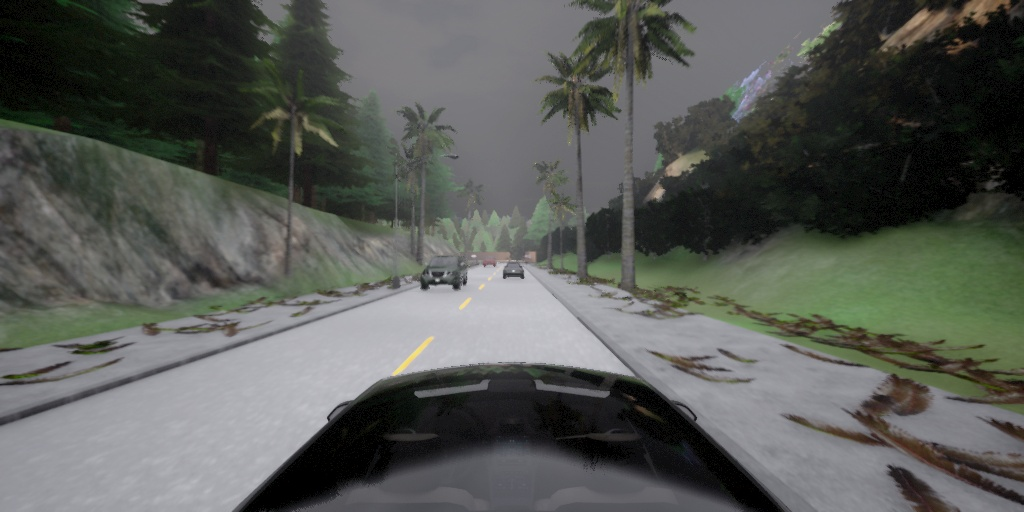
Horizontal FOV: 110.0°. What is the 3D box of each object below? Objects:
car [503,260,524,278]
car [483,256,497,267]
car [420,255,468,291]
[{"bbox_3d":[0.138,1.317,34.099,1.994,1.385,4.181,0,0,0],"label":"car"},{"bbox_3d":[-3.927,0.979,64.322,2.150,2.045,5.566,0,0,0],"label":"car"},{"bbox_3d":[-4.073,0.975,22.404,2.150,2.045,5.566,0,0,0],"label":"car"}]
